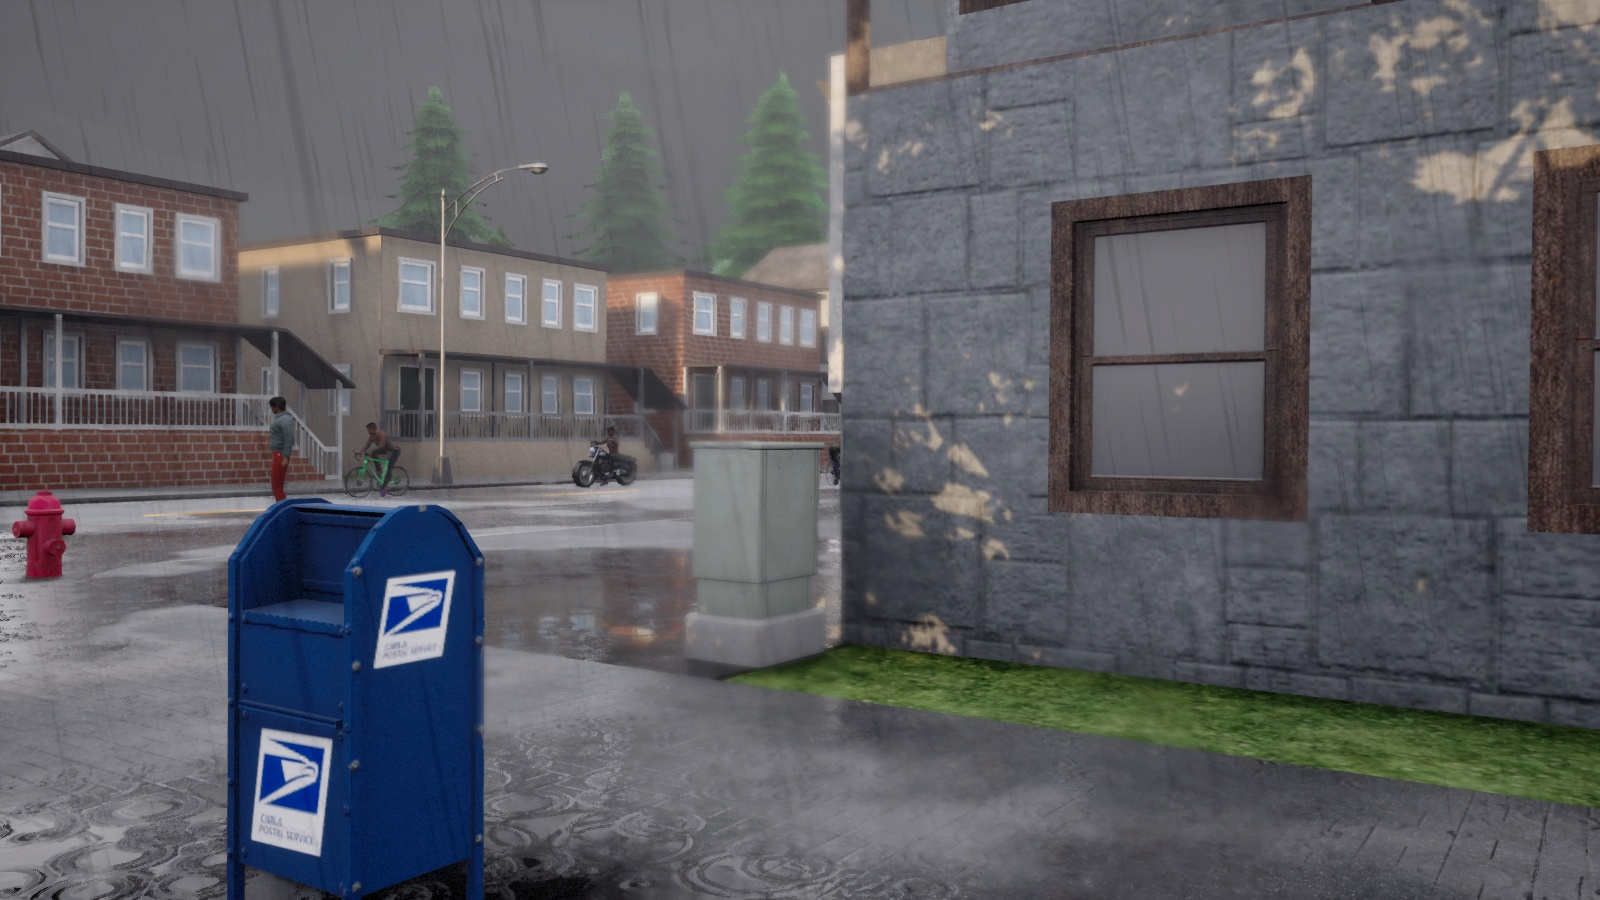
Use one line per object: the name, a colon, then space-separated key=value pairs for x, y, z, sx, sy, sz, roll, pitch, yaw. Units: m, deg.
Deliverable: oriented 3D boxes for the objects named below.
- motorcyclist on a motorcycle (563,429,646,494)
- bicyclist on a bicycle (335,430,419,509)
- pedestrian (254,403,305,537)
motorcyclist on a motorcycle: x=-5.137 y=0.275 z=33.208 sx=0.766 sy=1.649 sz=2.350 roll=0 pitch=1 yaw=33
bicyclist on a bicycle: x=-9.112 y=0.397 z=27.097 sx=0.582 sy=1.620 sz=1.656 roll=0 pitch=1 yaw=34
pedestrian: x=-7.312 y=0.267 z=17.629 sx=0.614 sy=1.847 sz=0.353 roll=-1 pitch=1 yaw=-26
